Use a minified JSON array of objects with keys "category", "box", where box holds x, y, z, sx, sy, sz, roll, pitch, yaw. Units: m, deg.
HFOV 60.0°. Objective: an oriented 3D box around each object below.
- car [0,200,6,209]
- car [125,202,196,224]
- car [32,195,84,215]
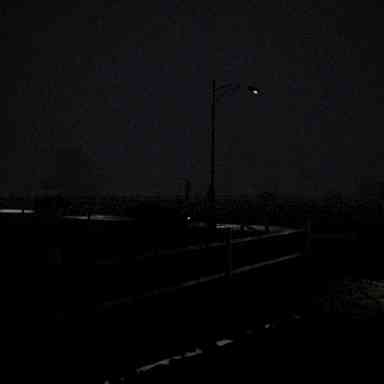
[{"category":"car","box":[-20.811,0.912,33.627,4.902,1.511,2.128,1,0,33]},{"category":"car","box":[-2.087,1.311,22.199,4.718,1.301,1.895,1,0,30]},{"category":"car","box":[-11.136,1.046,27.576,5.008,1.535,1.882,1,0,31]}]
